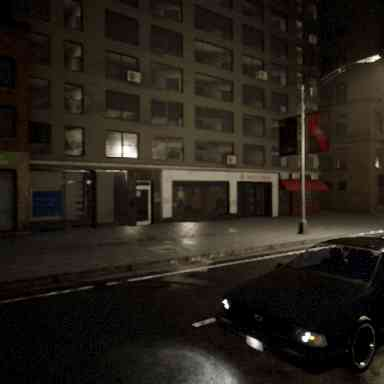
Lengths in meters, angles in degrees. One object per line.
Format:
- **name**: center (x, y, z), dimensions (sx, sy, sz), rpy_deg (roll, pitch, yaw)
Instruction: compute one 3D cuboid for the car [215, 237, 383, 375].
- **car**: center (2.964, 1.541, 5.793), dimensions (5.357, 1.411, 2.033), rpy_deg (0, 0, -35)
